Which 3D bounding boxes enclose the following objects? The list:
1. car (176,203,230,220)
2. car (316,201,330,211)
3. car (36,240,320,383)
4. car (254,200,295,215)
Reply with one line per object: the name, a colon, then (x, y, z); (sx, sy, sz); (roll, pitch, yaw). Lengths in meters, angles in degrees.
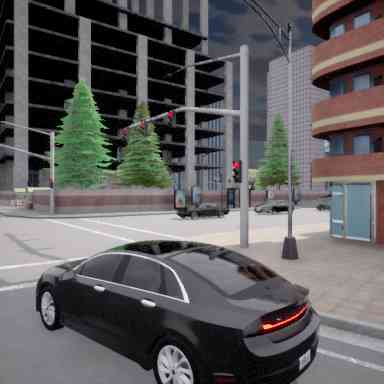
car: (0.964, 1.656, 29.152); (4.718, 1.301, 1.895); (0, 0, -35)
car: (17.315, 1.407, 40.764); (4.553, 1.767, 2.097); (0, 0, -35)
car: (-0.634, 1.505, 5.094); (4.892, 1.490, 1.837); (0, 0, 41)
car: (8.591, 1.547, 34.583); (4.902, 1.511, 2.128); (0, 0, -35)
